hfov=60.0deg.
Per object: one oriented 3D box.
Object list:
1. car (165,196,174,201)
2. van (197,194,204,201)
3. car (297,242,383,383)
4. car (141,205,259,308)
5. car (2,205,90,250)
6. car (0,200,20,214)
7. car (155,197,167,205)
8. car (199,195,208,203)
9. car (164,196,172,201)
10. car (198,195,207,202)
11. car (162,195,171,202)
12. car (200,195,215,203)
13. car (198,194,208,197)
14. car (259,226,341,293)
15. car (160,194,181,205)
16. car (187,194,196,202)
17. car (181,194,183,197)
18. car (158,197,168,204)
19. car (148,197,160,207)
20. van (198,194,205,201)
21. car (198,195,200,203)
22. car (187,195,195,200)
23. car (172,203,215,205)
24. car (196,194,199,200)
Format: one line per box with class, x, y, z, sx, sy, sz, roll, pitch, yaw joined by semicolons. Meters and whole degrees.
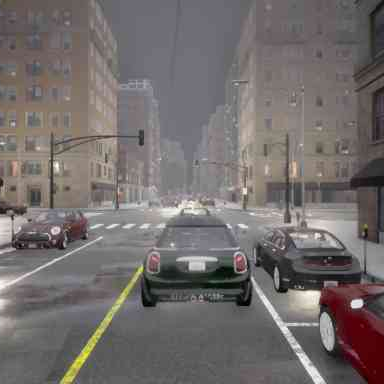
car;-6.141;1.728;91.045;1.947;1.339;4.313;0;0;0
van;2.385;1.503;91.096;1.690;1.788;3.998;0;0;0
car;2.682;1.545;3.128;1.887;1.381;4.507;0;0;0
car;0.066;1.354;8.114;2.097;1.767;4.553;0;0;-1
car;-5.818;1.445;14.127;1.967;1.590;4.097;0;0;0
car;-17.605;1.404;30.165;5.008;1.535;1.882;0;0;-2
car;-5.943;1.613;63.505;1.887;1.381;4.507;0;0;0
car;2.503;1.541;74.575;1.967;1.590;4.097;0;0;0
car;-6.101;1.721;85.537;1.802;1.307;4.206;0;0;0
car;2.464;1.559;80.081;1.967;1.590;4.097;0;0;0
car;-6.061;1.559;80.029;1.967;1.590;4.097;0;0;0
car;2.661;1.590;52.547;1.887;1.381;4.507;0;0;0
car;2.581;1.595;63.731;1.752;1.417;4.829;0;0;0
car;2.694;1.553;8.620;2.008;1.369;4.403;0;0;0
car;-3.061;1.390;48.243;2.097;1.767;4.553;0;0;-1
car;-0.207;1.706;80.049;1.895;1.301;4.718;0;0;0
car;-3.135;1.560;68.550;1.882;1.535;5.008;0;0;0
car;-5.983;1.665;69.013;1.802;1.307;4.206;0;0;0
car;-5.864;1.595;52.489;2.008;1.369;4.403;0;0;0
van;2.425;1.481;85.590;1.690;1.788;3.998;0;0;0
car;2.622;1.622;58.053;1.947;1.339;4.313;0;0;0
car;-0.279;1.543;90.025;1.994;1.385;4.181;0;0;0
car;0.137;1.498;16.278;2.128;1.511;4.902;0;0;0
car;2.543;1.399;69.068;2.192;1.841;5.009;0;0;0
